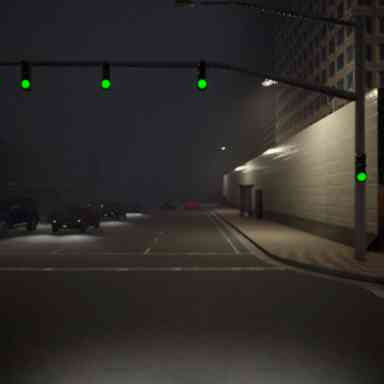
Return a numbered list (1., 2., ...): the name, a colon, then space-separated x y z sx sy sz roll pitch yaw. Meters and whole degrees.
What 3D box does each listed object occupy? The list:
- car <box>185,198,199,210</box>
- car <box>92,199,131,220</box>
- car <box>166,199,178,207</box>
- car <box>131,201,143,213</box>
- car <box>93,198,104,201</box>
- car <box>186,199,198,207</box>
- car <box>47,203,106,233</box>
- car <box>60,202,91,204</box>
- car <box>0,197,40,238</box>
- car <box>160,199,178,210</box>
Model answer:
1. car: 0.010 1.635 48.370 2.097 1.767 4.553 0 0 0
2. car: -7.078 1.672 29.722 1.837 1.490 4.892 0 0 0
3. car: -3.496 1.951 58.361 1.895 1.301 4.718 0 0 0
4. car: -7.040 1.796 39.767 1.994 1.385 4.181 0 0 0
5. car: -10.547 1.576 38.141 2.097 1.767 4.553 0 0 1
6. car: 0.004 1.895 58.350 2.033 1.411 5.357 0 0 0
7. car: -7.084 1.635 20.828 1.812 1.442 4.674 0 0 0
8. car: -10.583 1.638 28.360 1.882 1.535 5.008 0 0 0
9. car: -10.590 1.319 18.591 2.150 2.045 5.566 0 0 0
10. car: -3.389 1.802 47.018 1.812 1.442 4.674 0 0 0
